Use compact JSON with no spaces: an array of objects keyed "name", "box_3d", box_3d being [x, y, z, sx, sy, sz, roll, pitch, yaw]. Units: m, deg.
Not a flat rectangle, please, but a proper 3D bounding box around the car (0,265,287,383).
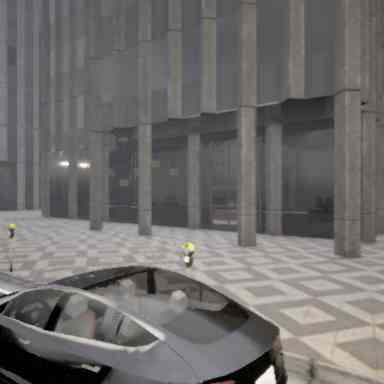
[{"name":"car","box_3d":[-1.106,1.560,3.867,4.313,1.339,1.947,0,0,35]}]
